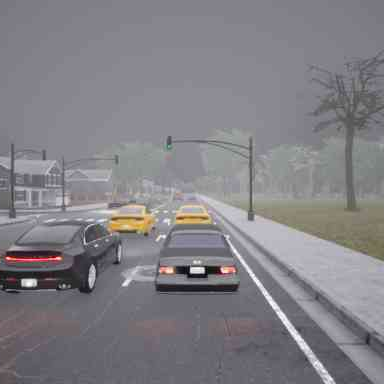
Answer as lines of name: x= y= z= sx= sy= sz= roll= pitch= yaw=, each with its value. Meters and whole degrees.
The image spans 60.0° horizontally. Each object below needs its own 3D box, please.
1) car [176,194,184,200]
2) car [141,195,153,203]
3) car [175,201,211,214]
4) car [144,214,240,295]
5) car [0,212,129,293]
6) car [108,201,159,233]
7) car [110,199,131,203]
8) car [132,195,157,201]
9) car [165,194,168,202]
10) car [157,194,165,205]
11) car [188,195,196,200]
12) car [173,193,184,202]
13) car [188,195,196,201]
car: x=-3.179 y=1.285 z=86.271 sx=1.882 sy=1.535 sz=5.008 roll=0 pitch=0 yaw=0
car: x=-9.691 y=1.469 z=71.972 sx=1.837 sy=1.490 sz=4.892 roll=0 pitch=0 yaw=0
car: x=0.049 y=1.478 z=18.717 sx=1.882 sy=1.535 sz=5.008 roll=0 pitch=0 yaw=1
car: x=0.109 y=1.547 z=8.887 sx=2.033 sy=1.411 sz=5.357 roll=0 pitch=0 yaw=0
car: x=-3.142 y=1.505 z=8.840 sx=1.837 sy=1.490 sz=4.892 roll=0 pitch=0 yaw=0
car: x=-3.134 y=1.478 z=18.292 sx=1.882 sy=1.535 sz=5.008 roll=0 pitch=0 yaw=0
car: x=-9.811 y=1.593 z=44.299 sx=1.895 sy=1.301 sz=4.718 roll=0 pitch=0 yaw=0
car: x=-6.524 y=1.495 z=45.813 sx=1.837 sy=1.490 sz=4.892 roll=0 pitch=0 yaw=2
car: x=-6.439 y=1.321 z=74.370 sx=2.097 sy=1.767 sz=4.553 roll=0 pitch=0 yaw=0
car: x=-6.526 y=1.331 z=59.315 sx=2.097 sy=1.767 sz=4.553 roll=0 pitch=0 yaw=0
car: x=0.071 y=1.360 z=86.268 sx=1.994 sy=1.385 sz=4.181 roll=0 pitch=0 yaw=0
car: x=-3.187 y=1.183 z=75.880 sx=2.150 sy=2.045 sz=5.566 roll=0 pitch=0 yaw=0
car: x=0.063 y=1.458 z=75.847 sx=1.837 sy=1.490 sz=4.892 roll=0 pitch=0 yaw=0
